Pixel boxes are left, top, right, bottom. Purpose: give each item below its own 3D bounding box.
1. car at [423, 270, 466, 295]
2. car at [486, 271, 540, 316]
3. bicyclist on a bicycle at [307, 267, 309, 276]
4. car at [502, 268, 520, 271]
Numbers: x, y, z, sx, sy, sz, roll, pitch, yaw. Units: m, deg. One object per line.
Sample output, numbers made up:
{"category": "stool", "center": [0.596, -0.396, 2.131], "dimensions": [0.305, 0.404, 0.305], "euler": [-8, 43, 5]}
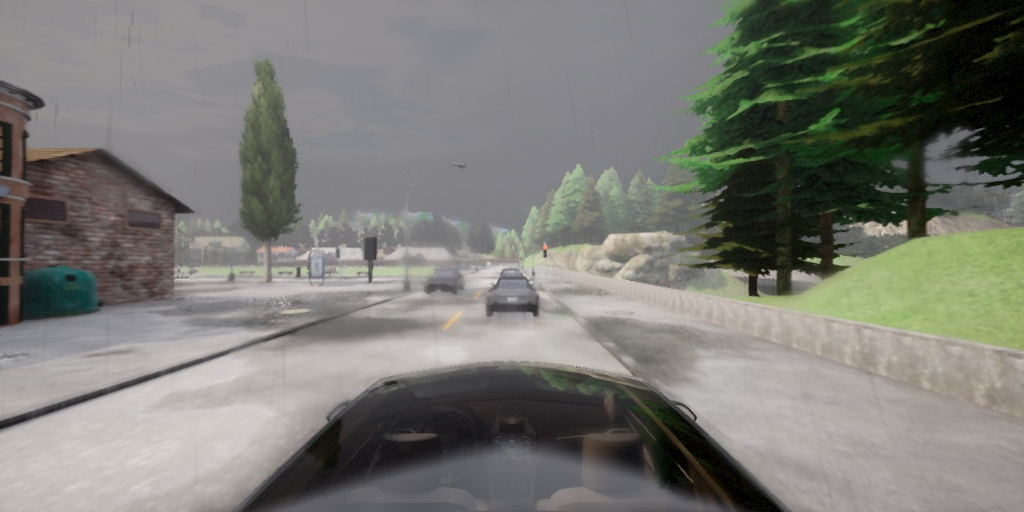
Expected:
{"category": "car", "center": [-4.016, 1.566, 22.317], "dimensions": [2.033, 1.411, 5.357], "euler": [0, -1, 0]}
{"category": "car", "center": [0.048, 1.477, 14.217], "dimensions": [1.994, 1.385, 4.181], "euler": [0, -1, 0]}
{"category": "bicyclist on a bicycle", "center": [-24.108, 1.635, 43.026], "dimensions": [0.582, 1.620, 1.656], "euler": [0, 0, 0]}
{"category": "car", "center": [-0.115, 1.625, 26.848], "dimensions": [2.033, 1.411, 5.357], "euler": [0, -1, -3]}
